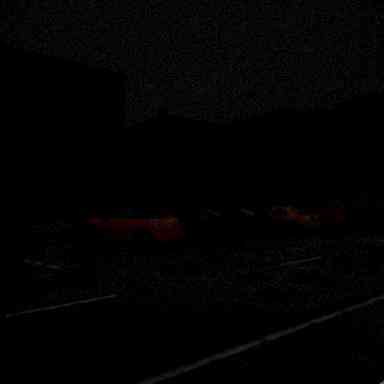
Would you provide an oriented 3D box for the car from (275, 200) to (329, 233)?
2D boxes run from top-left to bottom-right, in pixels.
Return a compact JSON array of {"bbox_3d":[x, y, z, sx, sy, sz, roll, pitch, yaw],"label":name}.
[{"bbox_3d":[4.725,1.465,19.305,5.366,1.575,1.946,-1,-1,36],"label":"car"}]

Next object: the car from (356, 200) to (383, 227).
[{"bbox_3d":[9.866,1.496,22.559,4.792,1.488,2.163,-1,-1,36],"label":"car"}]

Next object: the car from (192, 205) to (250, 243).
[{"bbox_3d":[-0.112,1.466,15.812,4.892,1.521,2.231,-1,-1,36],"label":"car"}]

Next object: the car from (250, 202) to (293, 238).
[{"bbox_3d":[2.373,1.465,17.526,5.008,1.535,2.097,-1,-1,36],"label":"car"}]

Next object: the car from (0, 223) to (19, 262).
[{"bbox_3d":[-7.567,1.462,10.651,5.008,1.535,2.097,-1,0,35],"label":"car"}]

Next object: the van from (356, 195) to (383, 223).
[{"bbox_3d":[12.496,1.239,24.146,4.442,1.987,1.878,-1,-1,36],"label":"van"}]

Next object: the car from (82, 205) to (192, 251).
[{"bbox_3d":[-2.596,1.338,14.096,4.553,1.767,2.185,-1,0,35],"label":"car"}]

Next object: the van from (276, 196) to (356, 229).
[{"bbox_3d":[7.478,1.238,20.812,4.442,1.987,1.878,-1,-1,36],"label":"van"}]
